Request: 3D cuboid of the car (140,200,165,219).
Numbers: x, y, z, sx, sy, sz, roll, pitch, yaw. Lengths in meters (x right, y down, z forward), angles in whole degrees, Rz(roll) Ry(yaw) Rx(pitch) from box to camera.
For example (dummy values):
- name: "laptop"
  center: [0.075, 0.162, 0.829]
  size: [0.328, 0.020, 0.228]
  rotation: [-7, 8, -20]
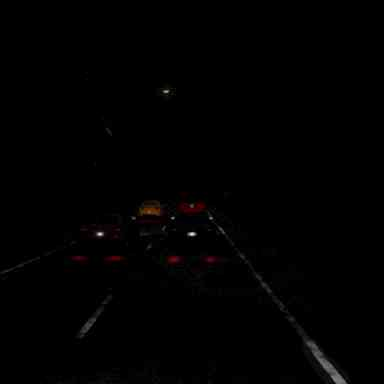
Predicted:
- name: "car"
  center: [-3.500, 1.490, 29.651]
  size: [1.882, 1.535, 5.008]
  rotation: [0, 0, 0]

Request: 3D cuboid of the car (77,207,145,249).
- name: "car"
  center: [-3.500, 1.575, 14.650]
  size: [1.994, 1.385, 4.181]
  rotation: [0, 0, 0]

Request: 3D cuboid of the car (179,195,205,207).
- name: "car"
  center: [0.000, 1.263, 29.682]
  size: [2.150, 2.045, 5.566]
  rotation: [0, 0, 0]

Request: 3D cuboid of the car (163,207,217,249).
- name: "car"
  center: [0.000, 1.575, 14.650]
  size: [1.994, 1.385, 4.181]
  rotation: [0, 0, 0]
